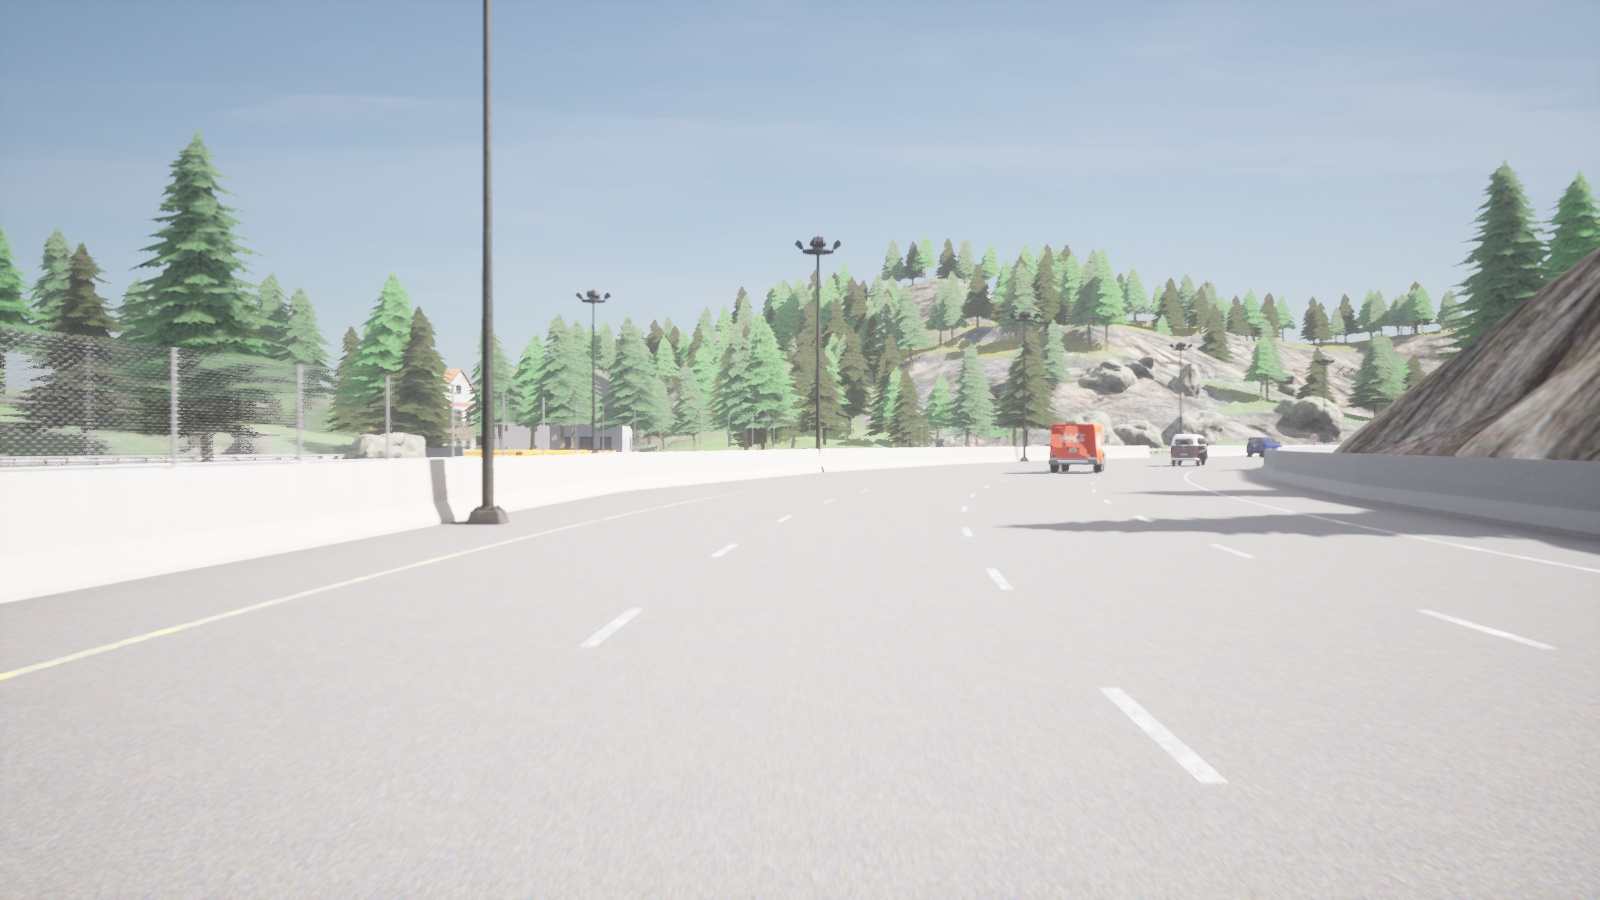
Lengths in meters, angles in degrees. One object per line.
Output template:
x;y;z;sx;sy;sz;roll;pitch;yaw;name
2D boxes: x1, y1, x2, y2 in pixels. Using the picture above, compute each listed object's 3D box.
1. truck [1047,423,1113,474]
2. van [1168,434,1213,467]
14.222;-0.083;63.523;2.627;2.467;5.204;0;0;20;truck
25.039;0.042;80.442;2.069;2.038;4.480;0;0;26;van
